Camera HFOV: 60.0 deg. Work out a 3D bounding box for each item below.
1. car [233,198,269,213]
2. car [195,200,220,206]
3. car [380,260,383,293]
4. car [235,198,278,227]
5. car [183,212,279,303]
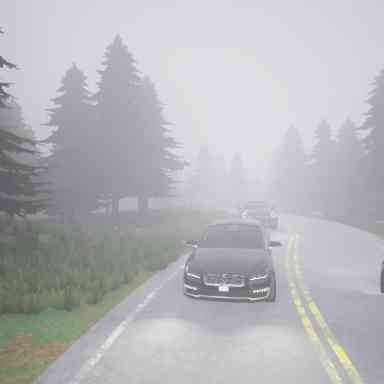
[{"bbox_3d":[6.227,1.410,35.737,1.837,1.490,4.892,2,-1,-16],"label":"car"},{"bbox_3d":[1.950,1.799,44.865,1.812,1.442,4.674,3,-5,-35],"label":"car"},{"bbox_3d":[4.497,1.308,4.646,2.097,1.767,4.553,-1,0,8],"label":"car"},{"bbox_3d":[3.890,1.270,20.369,2.097,1.767,4.553,-1,0,5],"label":"car"},{"bbox_3d":[1.097,1.496,8.418,1.837,1.490,4.892,-1,0,12],"label":"car"}]
